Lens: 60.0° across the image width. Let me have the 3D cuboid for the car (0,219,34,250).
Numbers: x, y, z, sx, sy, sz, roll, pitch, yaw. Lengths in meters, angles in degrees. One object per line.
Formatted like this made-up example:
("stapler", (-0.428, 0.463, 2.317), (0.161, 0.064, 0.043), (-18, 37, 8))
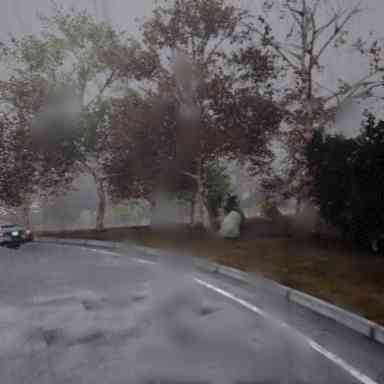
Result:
("car", (-9.194, 1.800, 14.051), (5.357, 1.411, 2.033), (-3, -1, 25))
